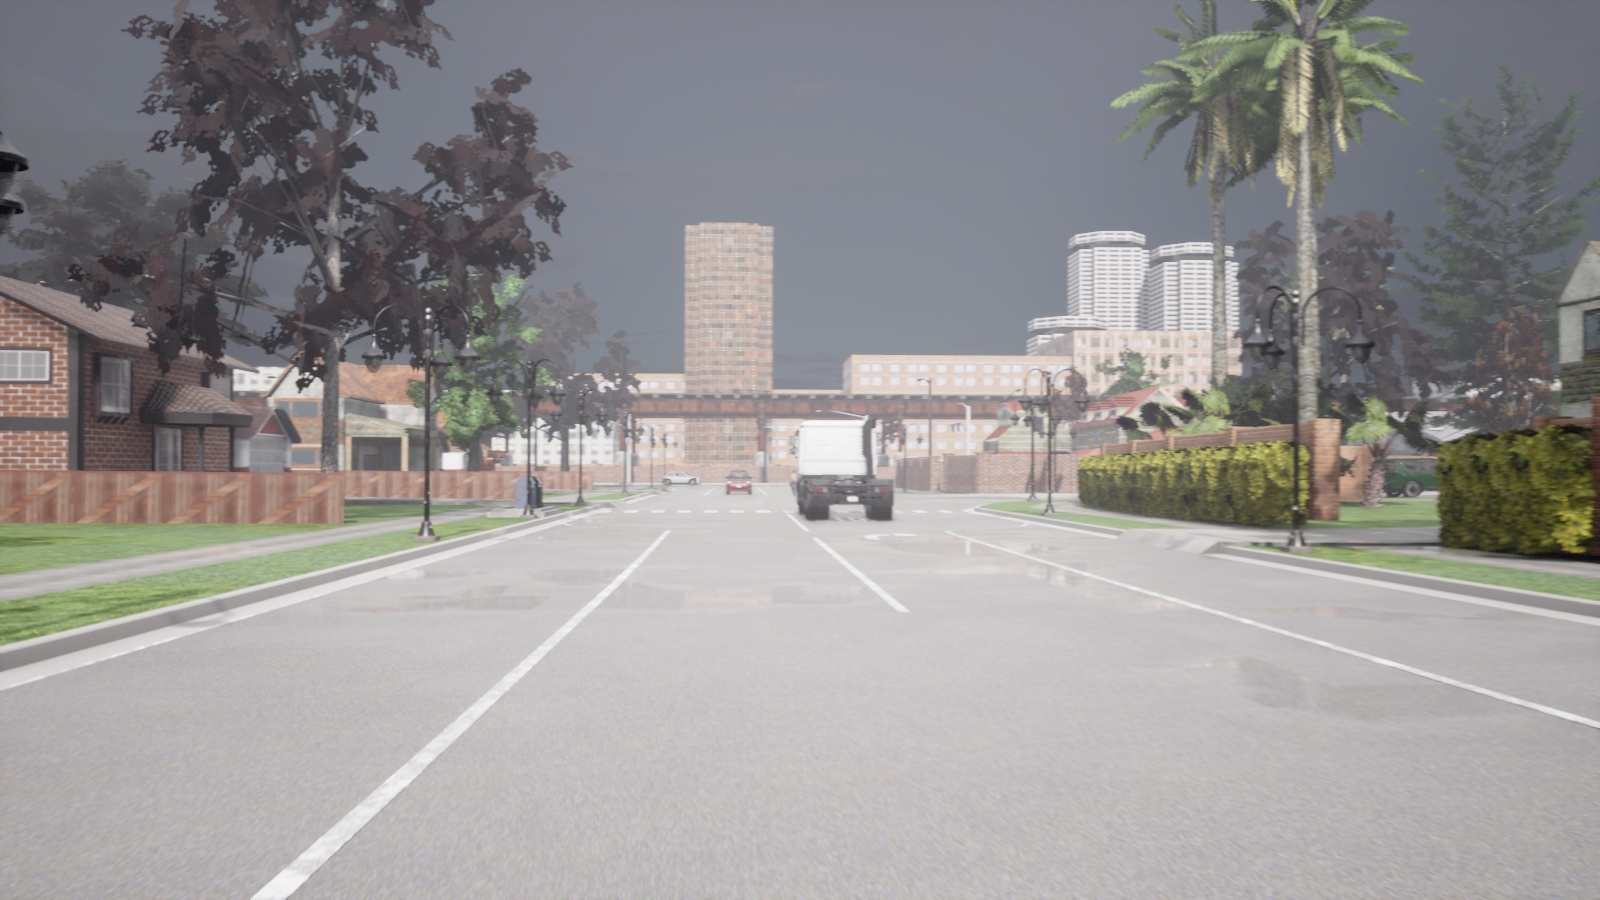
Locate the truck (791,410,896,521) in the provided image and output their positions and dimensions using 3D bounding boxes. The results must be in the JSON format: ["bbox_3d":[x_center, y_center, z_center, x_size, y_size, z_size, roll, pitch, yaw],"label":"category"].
[{"bbox_3d":[1.335,0.547,43.087,2.891,3.462,7.936,0,-1,-3],"label":"truck"}]

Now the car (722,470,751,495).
[{"bbox_3d":[-4.265,2.145,84.046,1.851,1.617,3.988,0,-1,-3],"label":"car"}]

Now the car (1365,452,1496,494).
[{"bbox_3d":[32.300,1.180,64.429,5.566,2.045,2.150,-1,-1,0],"label":"car"}]
